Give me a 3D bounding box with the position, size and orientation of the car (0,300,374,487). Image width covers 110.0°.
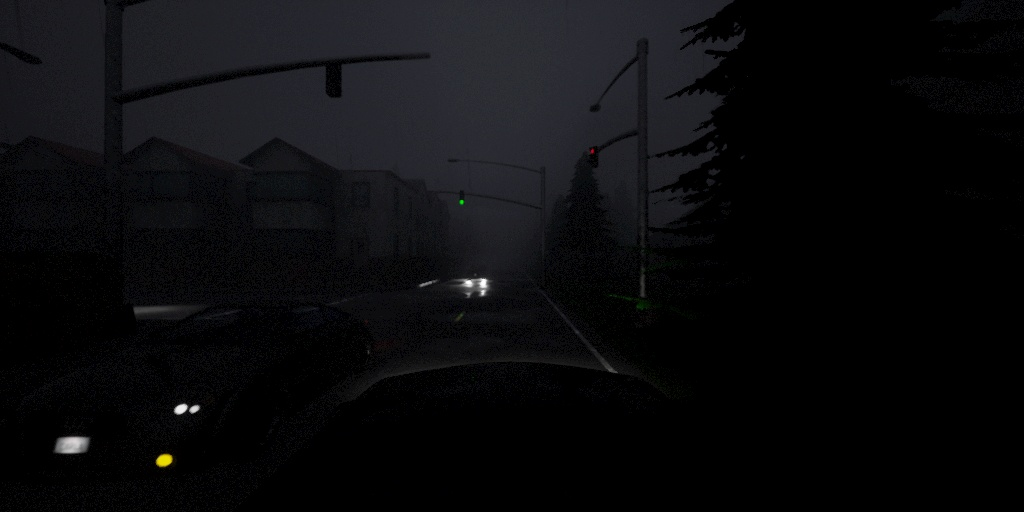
[{"bbox_3d":[-3.500,1.328,4.845,1.994,1.385,4.181,0,0,0],"label":"car"}]

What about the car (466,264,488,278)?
[{"bbox_3d":[-3.520,1.517,36.517,1.895,1.301,4.718,0,0,0],"label":"car"}]
